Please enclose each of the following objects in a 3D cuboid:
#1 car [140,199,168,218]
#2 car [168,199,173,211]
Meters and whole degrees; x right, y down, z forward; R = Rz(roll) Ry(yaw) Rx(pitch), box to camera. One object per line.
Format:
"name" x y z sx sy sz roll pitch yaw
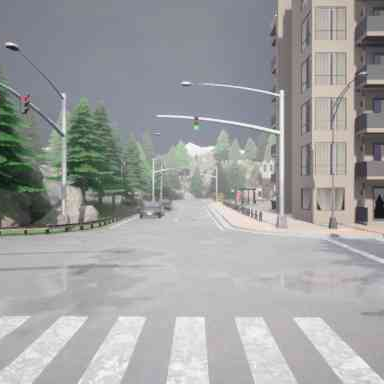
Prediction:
"car" -3.560 1.555 30.305 1.812 1.442 4.674 0 0 1
"car" -3.394 1.577 40.937 2.033 1.411 5.357 0 0 2
